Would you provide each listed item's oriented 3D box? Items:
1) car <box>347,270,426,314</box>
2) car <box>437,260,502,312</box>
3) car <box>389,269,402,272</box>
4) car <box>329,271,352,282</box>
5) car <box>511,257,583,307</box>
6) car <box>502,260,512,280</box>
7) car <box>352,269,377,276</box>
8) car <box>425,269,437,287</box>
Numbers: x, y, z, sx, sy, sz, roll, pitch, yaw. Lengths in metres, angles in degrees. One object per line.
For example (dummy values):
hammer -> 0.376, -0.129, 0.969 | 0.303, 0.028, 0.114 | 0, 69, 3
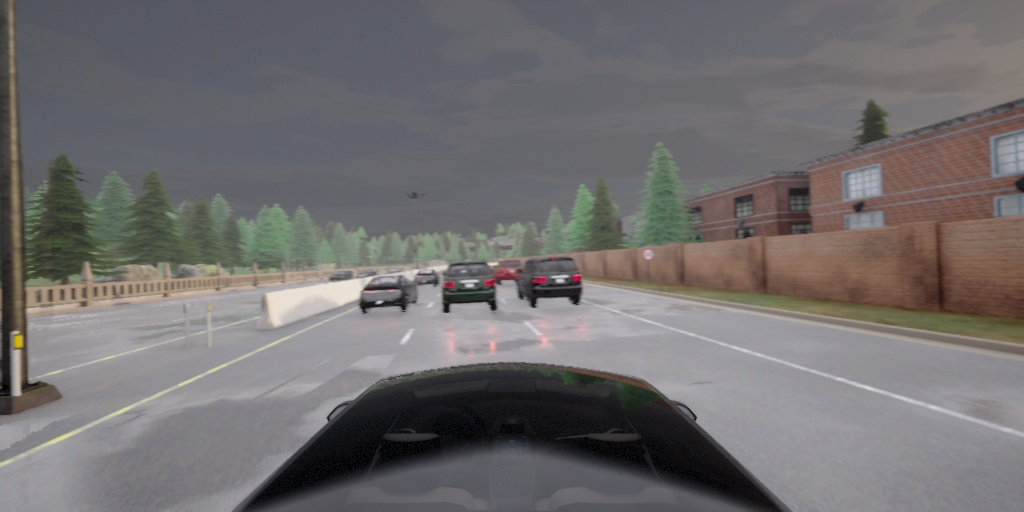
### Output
car -> -5.461, 1.638, 16.319 | 2.128, 1.511, 4.902 | -2, -1, -7
car -> -1.913, 1.228, 16.025 | 2.150, 2.045, 5.566 | -2, 0, -7
car -> -17.359, 2.608, 53.802 | 1.812, 1.442, 4.674 | -2, -1, -7
car -> -24.034, 2.852, 50.731 | 2.033, 1.411, 5.357 | -2, -1, -7
car -> 1.545, 1.097, 16.566 | 2.150, 2.045, 5.566 | -2, -1, -7
car -> -0.306, 1.355, 31.096 | 2.150, 2.045, 5.566 | -2, 0, -7
car -> -20.575, 2.667, 51.222 | 2.128, 1.511, 4.902 | -2, -1, -7
car -> -7.369, 1.902, 31.324 | 2.128, 1.511, 4.902 | -2, -1, -7
